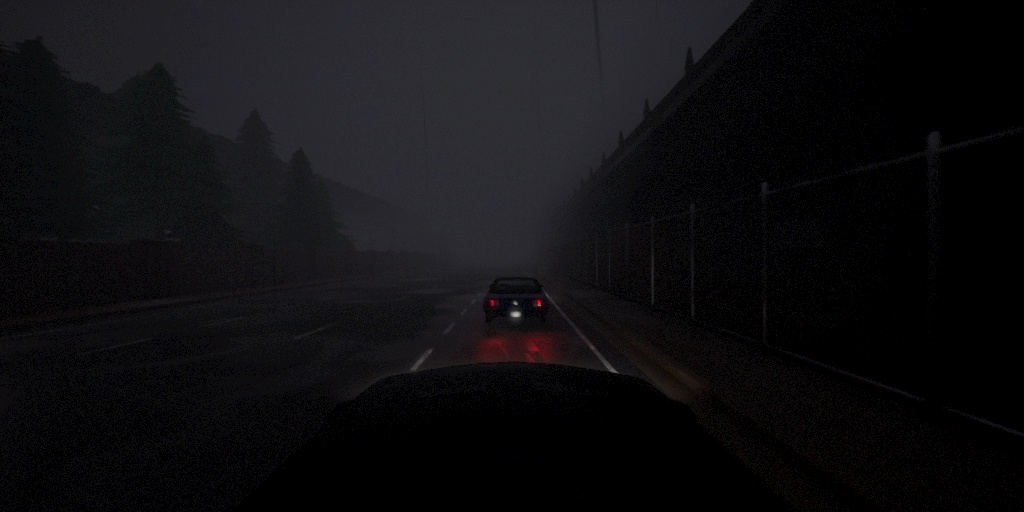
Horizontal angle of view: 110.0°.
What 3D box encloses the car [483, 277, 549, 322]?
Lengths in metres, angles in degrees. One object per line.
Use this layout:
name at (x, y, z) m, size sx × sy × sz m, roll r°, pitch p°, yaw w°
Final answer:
car at (0.122, 1.364, 12.333) m, size 1.895 × 1.301 × 4.718 m, roll 0°, pitch 0°, yaw 0°
